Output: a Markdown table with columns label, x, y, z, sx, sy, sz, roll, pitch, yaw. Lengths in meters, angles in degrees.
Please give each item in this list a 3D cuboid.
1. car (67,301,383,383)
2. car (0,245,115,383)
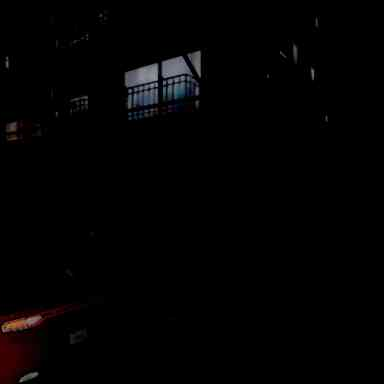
| label | x | y | z | sx | sy | sz | roll | pitch | yaw |
| --- | --- | --- | --- | --- | --- | --- | --- | --- | --- |
| car | 1.476 | 1.568 | 1.822 | 4.313 | 1.339 | 1.947 | 1 | 0 | 36 |
| car | -3.107 | 1.496 | 5.102 | 4.507 | 1.381 | 1.887 | 1 | 0 | 36 |
